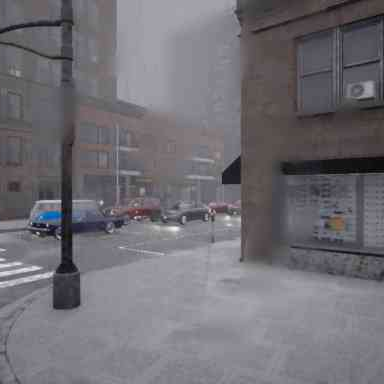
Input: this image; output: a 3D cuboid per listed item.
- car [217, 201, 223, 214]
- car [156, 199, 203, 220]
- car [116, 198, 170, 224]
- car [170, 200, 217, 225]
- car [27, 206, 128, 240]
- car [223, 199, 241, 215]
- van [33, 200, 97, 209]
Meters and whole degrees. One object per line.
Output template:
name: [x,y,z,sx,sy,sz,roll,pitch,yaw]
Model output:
car: [2.307,1.575,33.343,1.887,1.381,4.507,0,0,36]
car: [-0.971,1.466,28.808,1.967,1.590,4.097,0,0,36]
car: [-4.248,1.337,24.272,2.192,1.841,5.009,0,0,36]
car: [-0.418,1.529,24.862,1.837,1.490,4.892,0,0,36]
car: [-5.889,1.617,17.332,1.895,1.301,4.718,0,0,37]
car: [5.354,1.383,32.836,2.097,1.767,4.553,0,0,36]
van: [-7.526,1.358,19.736,1.690,1.788,3.998,0,0,36]
